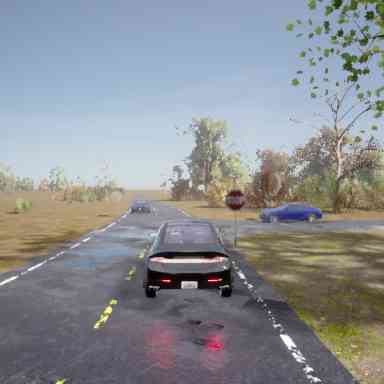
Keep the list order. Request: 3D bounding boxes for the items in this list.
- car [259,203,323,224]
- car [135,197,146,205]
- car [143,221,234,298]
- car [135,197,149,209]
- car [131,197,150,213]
[{"bbox_3d":[7.320,1.548,24.785,4.674,1.442,1.812,0,0,-4],"label":"car"},{"bbox_3d":[-9.353,1.549,60.228,1.994,1.385,4.181,0,0,-10],"label":"car"},{"bbox_3d":[-0.106,1.492,8.525,2.128,1.511,4.902,0,0,-1],"label":"car"},{"bbox_3d":[-7.046,1.516,46.380,1.812,1.442,4.674,0,0,-9],"label":"car"},{"bbox_3d":[-5.597,1.558,36.402,1.994,1.385,4.181,0,0,-8],"label":"car"}]
